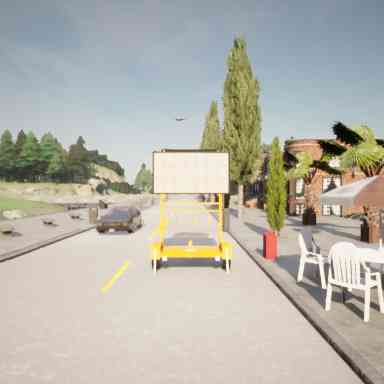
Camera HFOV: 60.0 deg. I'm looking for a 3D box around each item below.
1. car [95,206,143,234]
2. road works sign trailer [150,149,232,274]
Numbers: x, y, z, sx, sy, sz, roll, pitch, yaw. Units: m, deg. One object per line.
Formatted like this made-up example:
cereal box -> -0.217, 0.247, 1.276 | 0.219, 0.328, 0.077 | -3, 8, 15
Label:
car -> -4.048, 1.547, 19.441 | 2.033, 1.411, 5.357 | 0, 0, 0
road works sign trailer -> -0.026, 0.464, 10.507 | 2.380, 3.560, 2.880 | 0, 0, 0
